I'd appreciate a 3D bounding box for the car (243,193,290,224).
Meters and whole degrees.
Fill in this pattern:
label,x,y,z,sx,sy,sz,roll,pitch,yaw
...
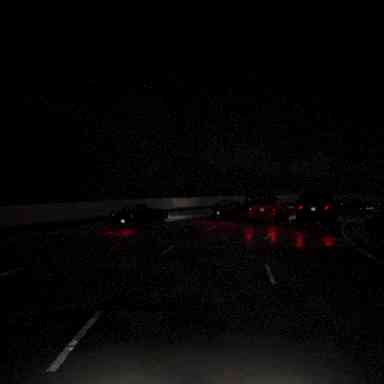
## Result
label,x,y,z,sx,sy,sz,roll,pitch,yaw
car,5.550,1.180,23.719,2.097,1.767,4.553,0,0,27

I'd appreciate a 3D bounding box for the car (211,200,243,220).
label,x,y,z,sx,sy,sz,roll,pitch,yaw
car,3.070,1.335,26.505,1.812,1.442,4.674,0,0,29

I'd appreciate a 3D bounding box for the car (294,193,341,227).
label,x,y,z,sx,sy,sz,roll,pitch,yaw
car,8.183,1.066,21.580,2.150,2.045,5.566,0,0,26

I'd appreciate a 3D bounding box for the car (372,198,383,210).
label,x,y,z,sx,sy,sz,roll,pitch,yaw
car,21.704,1.288,36.093,5.357,1.411,2.033,0,0,-32

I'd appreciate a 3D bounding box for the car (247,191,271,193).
label,x,y,z,sx,sy,sz,roll,pitch,yaw
car,8.400,0.939,39.196,5.566,2.045,2.150,0,0,-44

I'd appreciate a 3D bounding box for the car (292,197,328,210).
label,x,y,z,sx,sy,sz,roll,pitch,yaw
car,13.787,1.285,38.793,4.181,1.385,1.994,0,0,-40

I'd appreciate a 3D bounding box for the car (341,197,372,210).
label,x,y,z,sx,sy,sz,roll,pitch,yaw
car,18.121,1.292,37.702,4.181,1.385,1.994,0,0,-36

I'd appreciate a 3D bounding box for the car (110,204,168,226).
label,x,y,z,sx,sy,sz,roll,pitch,yaw
car,-3.333,1.442,22.053,1.895,1.301,4.718,0,0,22
